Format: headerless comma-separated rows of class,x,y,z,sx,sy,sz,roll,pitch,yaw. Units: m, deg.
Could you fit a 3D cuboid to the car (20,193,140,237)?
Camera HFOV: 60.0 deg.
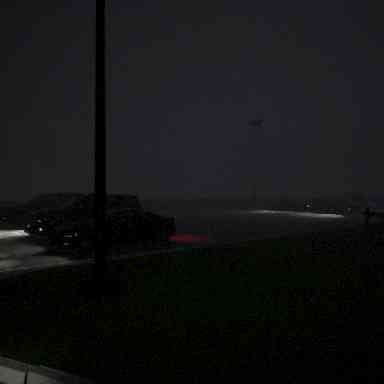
car,-4.997,1.125,16.284,5.566,2.045,2.150,0,0,-39

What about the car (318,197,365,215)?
car,14.514,1.431,32.187,4.181,1.385,1.994,0,0,-39

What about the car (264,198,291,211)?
car,10.069,1.392,37.594,4.181,1.385,1.994,0,0,-39

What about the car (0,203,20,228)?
car,-9.469,1.087,21.667,5.566,2.045,2.150,0,0,-39

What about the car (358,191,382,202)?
car,25.269,0.979,45.262,5.357,1.411,2.033,0,0,-39

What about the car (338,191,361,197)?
car,23.046,0.836,47.965,5.566,2.045,2.150,0,0,-39

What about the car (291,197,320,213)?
car,13.101,1.351,35.546,4.892,1.490,1.837,0,0,-39

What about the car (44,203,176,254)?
car,-2.959,1.401,13.430,5.008,1.535,1.882,0,0,-39

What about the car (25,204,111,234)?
car,-7.067,1.448,19.113,4.181,1.385,1.994,0,0,-39
